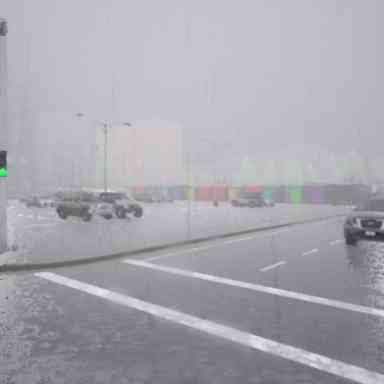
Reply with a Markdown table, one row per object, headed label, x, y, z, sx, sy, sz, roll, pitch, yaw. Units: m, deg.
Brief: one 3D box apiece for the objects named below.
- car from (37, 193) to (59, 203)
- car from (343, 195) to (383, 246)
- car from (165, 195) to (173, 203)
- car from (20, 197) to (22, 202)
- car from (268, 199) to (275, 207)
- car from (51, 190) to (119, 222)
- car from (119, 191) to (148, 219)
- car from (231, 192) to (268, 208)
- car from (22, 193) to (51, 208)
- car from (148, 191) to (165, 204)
| label | x | y | z | sx | sy | sz | roll | pitch | yaw |
| --- | --- | --- | --- | --- | --- | --- | --- | --- | --- |
| car | -23.688 | 0.960 | 54.691 | 3.905 | 1.438 | 1.784 | 0 | 0 | 39 |
| car | 8.370 | 1.173 | 14.408 | 2.150 | 2.045 | 5.566 | 1 | 0 | 40 |
| car | -4.970 | 1.039 | 53.803 | 3.905 | 1.438 | 1.784 | 0 | 0 | 39 |
| car | -25.517 | 0.997 | 52.447 | 3.806 | 1.475 | 1.970 | 0 | 0 | 39 |
| car | 8.586 | 1.187 | 42.789 | 3.806 | 1.475 | 1.970 | 0 | 0 | 39 |
| car | -7.482 | 0.993 | 23.100 | 4.605 | 1.855 | 1.932 | 0 | 0 | 39 |
| car | -5.612 | 0.991 | 25.310 | 3.866 | 1.878 | 1.905 | 0 | 0 | 39 |
| car | 6.750 | 0.953 | 40.549 | 3.866 | 1.878 | 1.905 | 0 | 0 | 39 |
| car | -17.449 | 1.109 | 38.438 | 3.806 | 1.475 | 1.970 | 0 | 0 | 39 |
| car | -6.848 | 0.834 | 51.596 | 4.605 | 1.855 | 1.932 | 0 | 0 | 39 |
